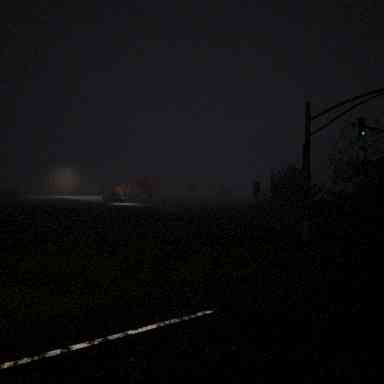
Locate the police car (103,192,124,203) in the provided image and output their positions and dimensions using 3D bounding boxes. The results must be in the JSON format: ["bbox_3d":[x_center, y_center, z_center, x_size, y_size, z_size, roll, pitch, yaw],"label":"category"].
[{"bbox_3d":[-11.733,0.821,49.841,2.038,1.542,4.974,1,0,-32],"label":"police car"}]
